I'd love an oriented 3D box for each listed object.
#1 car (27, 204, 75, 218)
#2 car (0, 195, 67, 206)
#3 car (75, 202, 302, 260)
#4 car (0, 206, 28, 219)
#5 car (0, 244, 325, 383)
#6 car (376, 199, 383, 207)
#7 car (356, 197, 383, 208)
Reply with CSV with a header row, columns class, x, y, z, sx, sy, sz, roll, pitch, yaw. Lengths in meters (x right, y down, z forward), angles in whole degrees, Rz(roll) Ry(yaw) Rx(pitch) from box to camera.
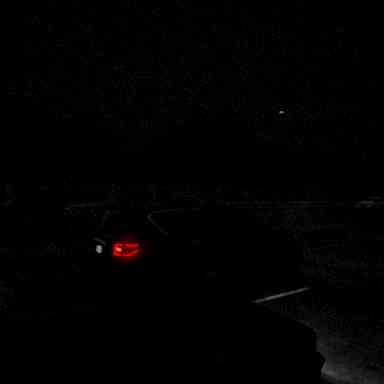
class,x,y,z,sx,sy,sz,roll,pitch,yaw
car,-5.525,1.533,17.203,4.902,1.511,2.128,1,0,-35
car,-10.958,1.247,21.942,5.566,2.045,2.150,1,0,-35
car,0.317,1.262,8.235,5.566,2.045,2.150,1,0,-35
car,-9.012,1.626,19.031,4.718,1.301,1.895,1,0,-35
car,-1.143,1.552,2.926,5.357,1.411,2.033,1,0,-35
car,26.324,1.998,42.992,4.892,1.490,1.837,1,-1,-33
car,25.344,1.728,46.521,5.566,2.045,2.150,1,-1,-33
